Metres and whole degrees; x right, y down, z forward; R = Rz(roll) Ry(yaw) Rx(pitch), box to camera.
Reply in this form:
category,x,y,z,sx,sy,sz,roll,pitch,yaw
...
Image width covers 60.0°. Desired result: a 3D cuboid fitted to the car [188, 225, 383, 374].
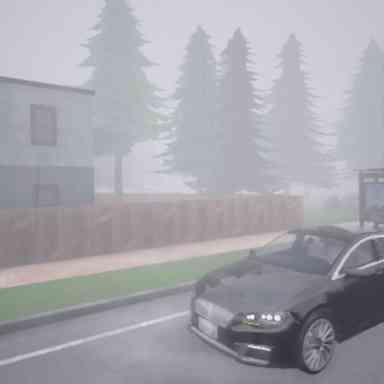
category,x,y,z,sx,sy,sz,roll,pitch,yaw
car,2.218,1.362,5.499,4.902,1.511,2.128,-2,1,-34
